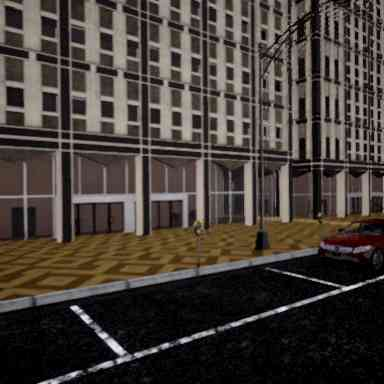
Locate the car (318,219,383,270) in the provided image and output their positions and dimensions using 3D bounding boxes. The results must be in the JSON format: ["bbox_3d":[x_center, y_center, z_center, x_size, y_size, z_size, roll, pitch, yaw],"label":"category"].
[{"bbox_3d":[5.837,1.542,10.733,4.206,1.307,1.802,0,0,-35],"label":"car"}]
